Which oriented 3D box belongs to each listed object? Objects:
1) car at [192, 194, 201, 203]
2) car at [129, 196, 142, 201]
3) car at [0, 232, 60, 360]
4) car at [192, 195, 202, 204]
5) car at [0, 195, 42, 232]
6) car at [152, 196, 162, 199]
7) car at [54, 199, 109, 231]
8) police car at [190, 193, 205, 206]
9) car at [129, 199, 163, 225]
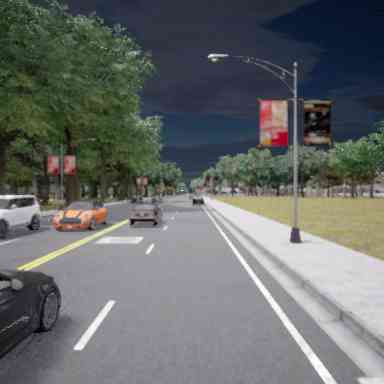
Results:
[{"bbox_3d":[0.994,1.326,69.028,1.801,1.575,5.366,0,0,0],"label":"car"},{"bbox_3d":[-9.779,1.445,58.401,1.994,1.385,4.181,0,0,1],"label":"car"},{"bbox_3d":[-3.150,1.516,3.767,1.812,1.442,4.674,0,0,0],"label":"car"},{"bbox_3d":[0.992,1.331,63.028,1.801,1.575,5.366,0,0,0],"label":"car"},{"bbox_3d":[-9.846,1.175,17.183,2.150,2.045,5.566,0,0,0],"label":"car"},{"bbox_3d":[-6.514,1.441,61.304,1.994,1.385,4.181,0,0,1],"label":"car"},{"bbox_3d":[-6.593,1.300,20.198,2.097,1.767,4.553,0,0,0],"label":"car"},{"bbox_3d":[0.989,1.314,52.947,1.930,1.638,5.238,0,0,0],"label":"police car"},{"bbox_3d":[-3.143,1.487,23.463,2.033,1.411,5.357,0,0,0],"label":"car"}]
